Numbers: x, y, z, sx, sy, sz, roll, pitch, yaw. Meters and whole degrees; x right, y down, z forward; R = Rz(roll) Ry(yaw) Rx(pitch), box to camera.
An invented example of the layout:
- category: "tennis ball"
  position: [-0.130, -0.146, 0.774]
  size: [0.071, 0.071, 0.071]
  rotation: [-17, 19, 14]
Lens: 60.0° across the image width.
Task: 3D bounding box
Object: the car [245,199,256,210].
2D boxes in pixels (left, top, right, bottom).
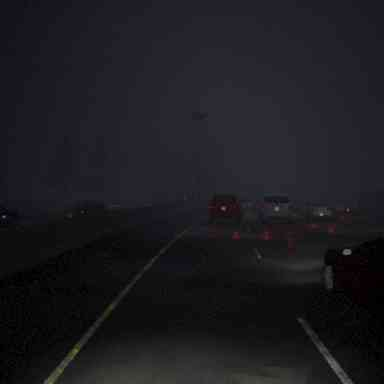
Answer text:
- category: "car"
  position: [6.866, 1.501, 41.710]
  size: [1.895, 1.301, 4.718]
  rotation: [0, 0, 17]

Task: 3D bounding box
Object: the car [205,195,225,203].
- category: "car"
  position: [4.542, 1.380, 64.666]
  size: [2.033, 1.411, 5.357]
  rotation: [0, 0, 25]

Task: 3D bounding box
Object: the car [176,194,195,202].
- category: "car"
  position: [-1.196, 1.189, 60.549]
  size: [2.097, 1.767, 4.553]
  rotation: [0, 0, 24]

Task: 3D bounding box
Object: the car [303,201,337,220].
- category: "car"
  position: [10.276, 1.470, 27.430]
  size: [1.812, 1.442, 4.674]
  rotation: [0, 0, 12]

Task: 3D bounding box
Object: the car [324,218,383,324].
- category: "car"
  position: [3.854, 1.469, 5.625]
  size: [1.882, 1.535, 5.008]
  rotation: [0, 0, 3]

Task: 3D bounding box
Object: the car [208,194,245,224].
- category: "car"
  position: [2.546, 1.162, 24.505]
  size: [2.150, 2.045, 5.566]
  rotation: [0, 0, 10]

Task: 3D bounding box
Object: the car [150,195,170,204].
- category: "car"
  position: [-5.628, 1.337, 58.994]
  size: [1.837, 1.490, 4.892]
  rotation: [0, 0, 22]

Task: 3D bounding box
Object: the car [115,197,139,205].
- category: "car"
  position: [-10.842, 1.435, 55.343]
  size: [1.895, 1.301, 4.718]
  rotation: [0, 0, 20]

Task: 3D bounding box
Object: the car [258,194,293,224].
- category: "car"
  position: [6.090, 1.166, 24.514]
  size: [2.150, 2.045, 5.566]
  rotation: [0, 0, 11]

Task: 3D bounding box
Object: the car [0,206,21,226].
- category: "car"
  position: [-12.586, 1.473, 19.885]
  size: [2.033, 1.411, 5.357]
  rotation: [0, 0, 8]

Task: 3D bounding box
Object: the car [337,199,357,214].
- category: "car"
  position: [15.512, 1.461, 34.007]
  size: [1.812, 1.442, 4.674]
  rotation: [0, 0, 15]

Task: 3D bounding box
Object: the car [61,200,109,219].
- category: "car"
  position: [-8.105, 1.410, 25.574]
  size: [2.128, 1.511, 4.902]
  rotation: [0, 0, 10]
